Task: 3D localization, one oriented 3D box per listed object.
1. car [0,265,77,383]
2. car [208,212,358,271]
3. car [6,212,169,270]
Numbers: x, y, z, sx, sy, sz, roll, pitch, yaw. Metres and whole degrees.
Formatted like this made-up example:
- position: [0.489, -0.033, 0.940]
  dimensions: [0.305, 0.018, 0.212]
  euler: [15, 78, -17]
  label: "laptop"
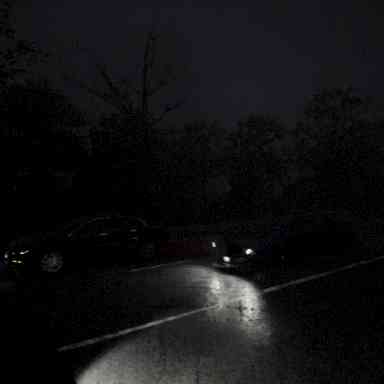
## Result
- position: [-2.722, 1.574, 1.801]
  dimensions: [4.181, 1.385, 1.994]
  euler: [0, 0, -36]
  label: "car"
- position: [3.092, 1.352, 10.506]
  dimensions: [5.357, 1.411, 2.033]
  euler: [-2, 1, -35]
  label: "car"
- position: [-3.047, 1.438, 10.420]
  dimensions: [4.892, 1.490, 1.837]
  euler: [-2, 1, -36]
  label: "car"
